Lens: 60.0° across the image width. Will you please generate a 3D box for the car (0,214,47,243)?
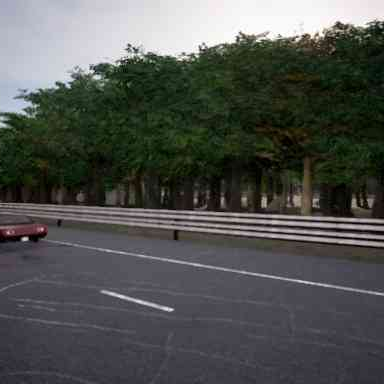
[{"bbox_3d":[-8.501,1.607,14.802,4.718,1.301,1.895,0,0,38],"label":"car"}]
